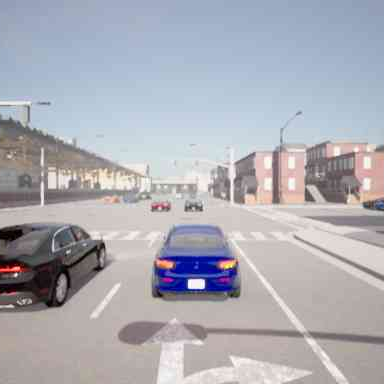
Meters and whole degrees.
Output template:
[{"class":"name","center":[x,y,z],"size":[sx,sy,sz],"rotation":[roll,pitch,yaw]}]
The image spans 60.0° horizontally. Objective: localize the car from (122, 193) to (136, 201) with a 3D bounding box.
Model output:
[{"class":"car","center":[-13.835,1.089,72.784],"size":[2.128,1.511,4.902],"rotation":[0,0,0]}]

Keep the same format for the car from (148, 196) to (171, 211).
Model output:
[{"class":"car","center":[-3.317,1.380,36.703],"size":[1.895,1.301,4.718],"rotation":[0,0,0]}]

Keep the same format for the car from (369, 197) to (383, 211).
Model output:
[{"class":"car","center":[21.666,1.269,34.564],"size":[5.008,1.535,1.882],"rotation":[0,0,0]}]

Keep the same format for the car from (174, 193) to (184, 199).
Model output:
[{"class":"car","center":[-3.312,1.028,82.780],"size":[1.812,1.442,4.674],"rotation":[0,0,0]}]

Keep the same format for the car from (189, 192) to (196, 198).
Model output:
[{"class":"car","center":[0.211,0.871,92.977],"size":[1.882,1.535,5.008],"rotation":[0,0,0]}]

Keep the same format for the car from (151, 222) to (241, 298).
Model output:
[{"class":"car","center":[0.096,1.475,8.284],"size":[1.812,1.442,4.674],"rotation":[0,0,0]}]

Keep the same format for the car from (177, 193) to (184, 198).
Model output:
[{"class":"car","center":[-3.289,0.917,92.984],"size":[1.812,1.442,4.674],"rotation":[0,0,0]}]

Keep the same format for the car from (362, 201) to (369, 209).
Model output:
[{"class":"car","center":[22.181,1.248,38.066],"size":[5.008,1.535,1.882],"rotation":[0,0,0]}]

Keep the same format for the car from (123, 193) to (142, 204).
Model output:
[{"class":"car","center":[-10.438,1.206,56.929],"size":[2.033,1.411,5.357],"rotation":[0,0,0]}]

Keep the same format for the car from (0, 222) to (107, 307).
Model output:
[{"class":"car","center":[-3.410,1.457,7.828],"size":[1.837,1.490,4.892],"rotation":[0,0,0]}]

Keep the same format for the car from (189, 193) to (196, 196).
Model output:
[{"class":"car","center":[0.187,1.033,82.475],"size":[2.033,1.411,5.357],"rotation":[0,0,0]}]

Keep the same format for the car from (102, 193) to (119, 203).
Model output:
[{"class":"car","center":[-13.933,1.009,57.085],"size":[2.097,1.767,4.553],"rotation":[0,0,1]}]

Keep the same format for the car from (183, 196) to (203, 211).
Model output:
[{"class":"car","center":[0.183,1.380,36.693],"size":[1.895,1.301,4.718],"rotation":[0,0,0]}]

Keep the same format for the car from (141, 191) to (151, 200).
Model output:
[{"class":"car","center":[-10.334,0.786,73.209],"size":[2.150,2.045,5.566],"rotation":[0,0,0]}]
